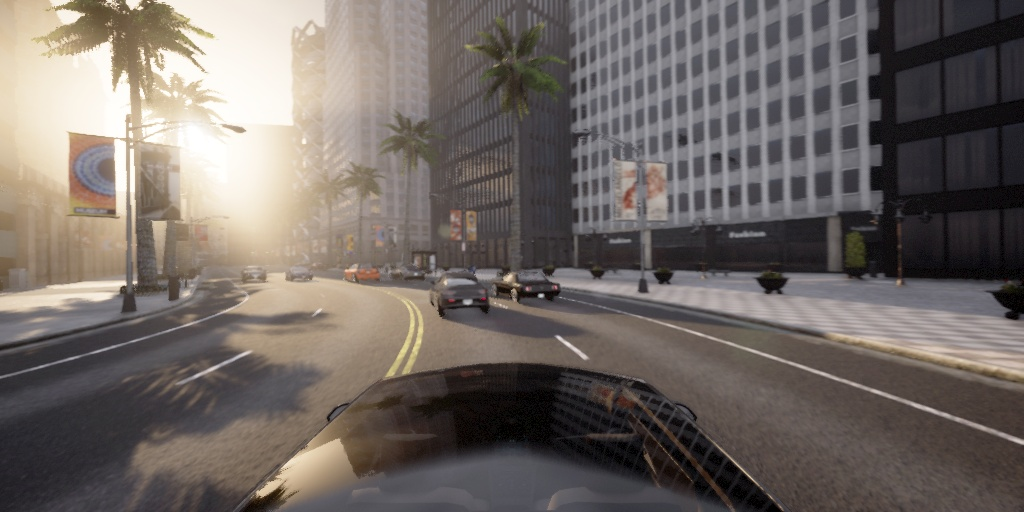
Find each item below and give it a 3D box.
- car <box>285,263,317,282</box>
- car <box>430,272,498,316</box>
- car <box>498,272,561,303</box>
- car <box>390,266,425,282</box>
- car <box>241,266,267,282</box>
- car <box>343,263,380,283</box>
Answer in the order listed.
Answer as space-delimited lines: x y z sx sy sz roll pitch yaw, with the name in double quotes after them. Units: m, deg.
-21.441 1.749 36.121 1.812 1.442 4.674 -1 0 -40 "car"
-2.135 1.360 13.979 1.812 1.442 4.674 -1 0 -17 "car"
0.449 1.410 17.220 1.895 1.301 4.718 -1 0 -21 "car"
-9.713 1.596 33.169 1.994 1.385 4.181 -1 0 -39 "car"
-26.010 1.784 36.111 2.128 1.511 4.902 -1 0 -40 "car"
-13.725 1.442 32.568 2.097 1.767 4.553 -1 0 -39 "car"
